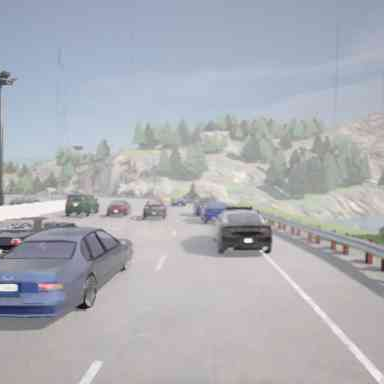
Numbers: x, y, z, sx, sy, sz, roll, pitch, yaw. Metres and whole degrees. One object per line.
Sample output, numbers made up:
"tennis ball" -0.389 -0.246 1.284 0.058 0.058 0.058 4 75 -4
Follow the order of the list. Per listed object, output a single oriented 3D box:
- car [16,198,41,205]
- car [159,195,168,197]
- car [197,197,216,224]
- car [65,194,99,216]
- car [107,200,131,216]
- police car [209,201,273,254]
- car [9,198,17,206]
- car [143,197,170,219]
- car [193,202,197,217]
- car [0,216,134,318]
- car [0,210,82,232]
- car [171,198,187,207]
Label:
"car" -23.502 1.617 48.536 1.994 1.385 4.181 0 0 -11
"car" -5.827 1.371 66.865 1.882 1.535 5.008 0 0 -17
"car" 1.685 1.412 24.307 1.882 1.535 5.008 0 0 -3
"car" -10.342 1.222 31.539 2.150 2.045 5.566 0 0 -5
"car" -6.850 1.503 31.338 1.812 1.442 4.674 0 0 -5
"police car" 1.871 1.382 13.485 1.930 1.638 5.238 0 0 1
"car" -28.249 1.636 54.396 1.994 1.385 4.181 0 0 -12
"car" -3.093 1.450 28.158 2.128 1.511 4.902 0 0 -4
"car" 1.283 1.274 30.825 2.097 1.767 4.553 0 0 -4
"car" -2.788 1.549 7.763 2.033 1.411 5.357 0 0 2
"car" -6.163 1.614 12.894 1.895 1.301 4.718 0 0 1
"car" -2.085 1.504 49.789 1.895 1.301 4.718 0 0 -10
